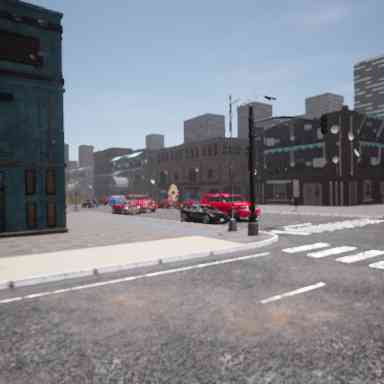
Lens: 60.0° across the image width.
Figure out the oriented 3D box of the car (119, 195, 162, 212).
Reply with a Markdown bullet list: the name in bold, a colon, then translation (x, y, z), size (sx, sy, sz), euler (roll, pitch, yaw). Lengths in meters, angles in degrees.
- **car**: translation (-6.195, 1.352, 39.171), size (2.150, 2.045, 5.566), euler (-2, 1, -35)

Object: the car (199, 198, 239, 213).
- **car**: translation (2.875, 1.454, 36.424), size (2.008, 1.369, 4.403), euler (-3, 1, -36)

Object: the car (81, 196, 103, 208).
- **car**: translation (-16.562, 1.860, 53.867), size (1.837, 1.490, 4.892), euler (-2, 0, -36)

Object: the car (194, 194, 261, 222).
- **car**: translation (2.894, 1.177, 26.468), size (2.150, 2.045, 5.566), euler (-2, 0, -34)

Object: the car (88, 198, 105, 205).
- **car**: translation (-19.642, 1.873, 67.955), size (1.887, 1.381, 4.507), euler (-3, 1, -36)

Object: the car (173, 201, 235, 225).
- **car**: translation (0.809, 1.588, 24.694), size (1.947, 1.339, 4.313), euler (-3, 1, -36)

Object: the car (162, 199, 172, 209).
- **car**: translation (-3.556, 1.610, 45.433), size (1.802, 1.307, 4.206), euler (-3, 1, -36)

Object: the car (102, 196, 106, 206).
- **car**: translation (-16.434, 1.585, 63.448), size (2.192, 1.841, 5.009), euler (-3, 1, -36)

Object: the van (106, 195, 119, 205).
- **van**: translation (-13.216, 1.552, 58.944), size (1.690, 1.788, 3.998), euler (-3, 1, -36)

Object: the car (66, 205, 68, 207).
- **car**: translation (-23.143, 2.006, 58.441), size (1.752, 1.417, 4.829), euler (-3, 1, -36)

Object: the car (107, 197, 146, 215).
- **car**: translation (-7.161, 1.618, 36.056), size (1.967, 1.590, 4.097), euler (-3, 1, -36)

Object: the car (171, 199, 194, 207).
- **car**: translation (-0.341, 1.548, 40.929), size (1.802, 1.307, 4.206), euler (-3, 1, -36)
